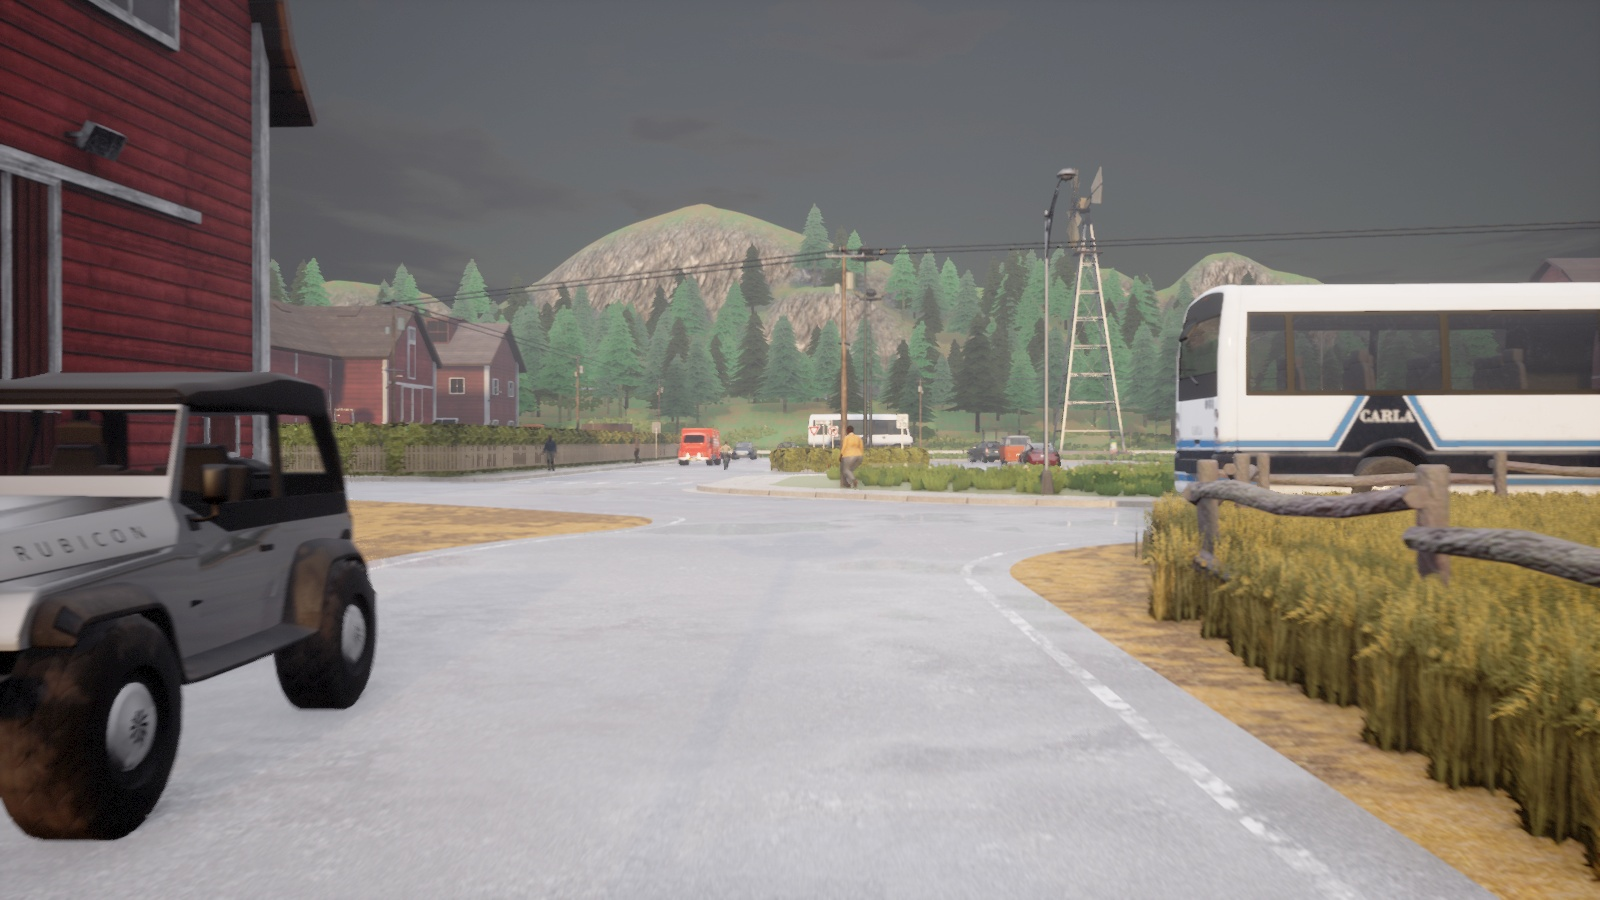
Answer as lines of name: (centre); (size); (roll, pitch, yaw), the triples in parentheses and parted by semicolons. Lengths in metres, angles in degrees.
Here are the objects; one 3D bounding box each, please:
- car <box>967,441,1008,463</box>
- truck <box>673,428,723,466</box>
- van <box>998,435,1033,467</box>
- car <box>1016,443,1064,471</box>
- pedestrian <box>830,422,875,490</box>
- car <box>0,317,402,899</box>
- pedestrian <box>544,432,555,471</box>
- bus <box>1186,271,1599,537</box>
car: (13.912, 0.134, 93.358); (1.851, 1.617, 3.988); (0, 0, -11)
truck: (-6.727, -0.211, 83.271); (2.627, 2.467, 5.204); (0, 0, 3)
van: (14.004, 0.054, 81.736); (1.775, 1.987, 4.442); (0, 0, 3)
car: (13.381, 0.365, 70.187); (2.163, 1.488, 4.792); (0, 0, 5)
pedestrian: (1.439, 0.163, 34.668); (0.874, 1.855, 0.900); (0, 0, -32)
car: (-3.452, 0.507, 5.909); (1.905, 1.878, 3.866); (0, 0, 0)
pedestrian: (-11.827, 0.061, 59.325); (0.370, 1.835, 0.726); (0, 0, 0)
bus: (12.489, -0.743, 22.034); (10.273, 4.253, 3.944); (0, 0, 3)
